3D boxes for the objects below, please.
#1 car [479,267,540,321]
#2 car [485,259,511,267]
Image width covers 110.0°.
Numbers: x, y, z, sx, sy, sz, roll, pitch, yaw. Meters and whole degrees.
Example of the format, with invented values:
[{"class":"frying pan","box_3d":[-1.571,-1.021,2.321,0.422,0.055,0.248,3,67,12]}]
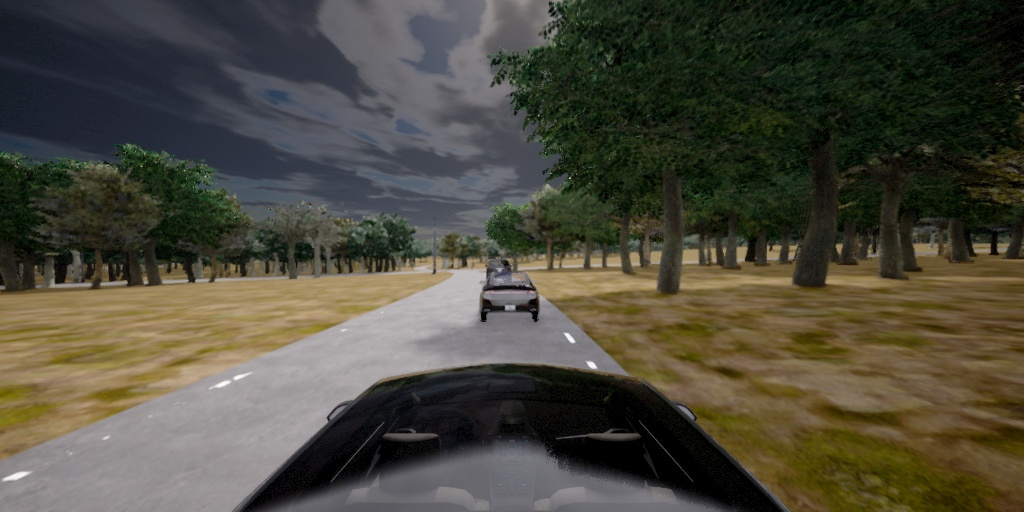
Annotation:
[{"class":"car","box_3d":[-0.127,1.285,12.645,2.128,1.511,4.902,0,-1,-2]},{"class":"car","box_3d":[-1.224,1.330,32.143,2.150,2.045,5.566,0,-1,-5]}]
